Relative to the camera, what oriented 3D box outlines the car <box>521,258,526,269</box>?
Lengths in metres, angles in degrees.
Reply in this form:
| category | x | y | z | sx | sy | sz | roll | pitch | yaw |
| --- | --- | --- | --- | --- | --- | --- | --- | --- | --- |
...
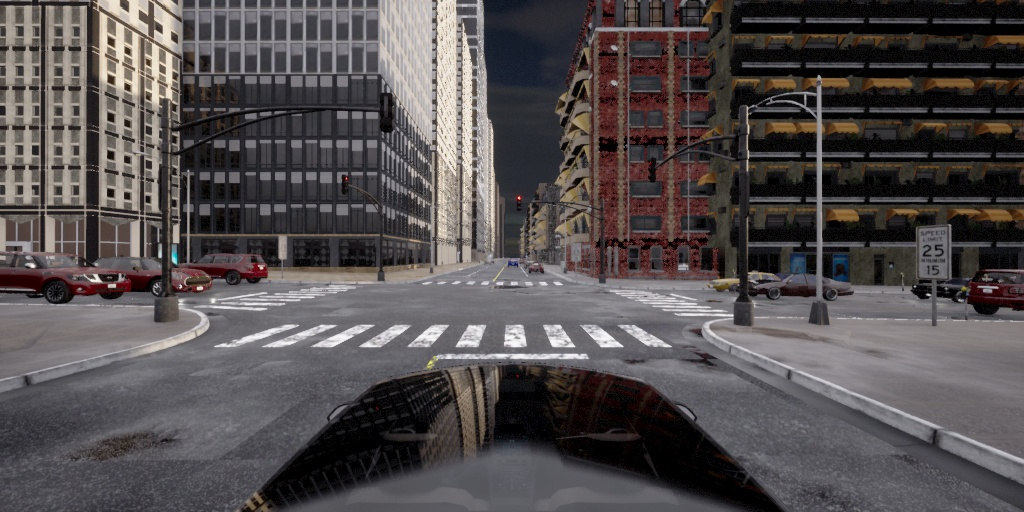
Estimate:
| category | x | y | z | sx | sy | sz | roll | pitch | yaw |
| --- | --- | --- | --- | --- | --- | --- | --- | --- | --- |
| car | 2.766 | 1.317 | 54.686 | 2.007 | 1.370 | 4.403 | 0 | 0 | 0 |

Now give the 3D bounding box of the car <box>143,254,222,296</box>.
| category | x | y | z | sx | sy | sz | roll | pitch | yaw |
| --- | --- | --- | --- | --- | --- | --- | --- | --- | --- |
| car | -16.268 | 0.825 | 16.074 | 4.553 | 1.767 | 2.097 | 1 | 0 | -2 |

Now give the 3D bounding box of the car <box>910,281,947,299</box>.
| category | x | y | z | sx | sy | sz | roll | pitch | yaw |
| --- | --- | --- | --- | --- | --- | --- | --- | --- | --- |
| car | 24.889 | 1.839 | 19.539 | 4.718 | 1.301 | 1.895 | 1 | 0 | -1 |

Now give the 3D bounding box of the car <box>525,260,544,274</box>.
| category | x | y | z | sx | sy | sz | roll | pitch | yaw |
| --- | --- | --- | --- | --- | --- | --- | --- | --- | --- |
| car | 2.798 | 1.341 | 41.769 | 1.802 | 1.307 | 4.207 | 0 | 0 | 0 |

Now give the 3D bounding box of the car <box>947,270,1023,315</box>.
| category | x | y | z | sx | sy | sz | roll | pitch | yaw |
| --- | --- | --- | --- | --- | --- | --- | --- | --- | --- |
| car | 20.616 | 1.461 | 13.750 | 5.009 | 1.841 | 2.192 | 0 | 0 | 0 |

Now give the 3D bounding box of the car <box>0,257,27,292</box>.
| category | x | y | z | sx | sy | sz | roll | pitch | yaw |
| --- | --- | --- | --- | --- | --- | --- | --- | --- | --- |
| car | -25.382 | 0.780 | 15.970 | 5.008 | 1.535 | 1.882 | 1 | 0 | 0 |

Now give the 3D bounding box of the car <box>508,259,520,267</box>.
| category | x | y | z | sx | sy | sz | roll | pitch | yaw |
| --- | --- | --- | --- | --- | --- | --- | --- | --- | --- |
| car | 0.191 | 1.252 | 65.122 | 1.882 | 1.535 | 5.008 | 0 | 0 | 0 |

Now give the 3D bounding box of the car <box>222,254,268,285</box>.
| category | x | y | z | sx | sy | sz | roll | pitch | yaw |
| --- | --- | --- | --- | --- | --- | --- | --- | --- | --- |
| car | -17.681 | 0.776 | 21.819 | 5.009 | 1.841 | 2.192 | 0 | 0 | 0 |

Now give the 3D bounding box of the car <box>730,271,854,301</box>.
| category | x | y | z | sx | sy | sz | roll | pitch | yaw |
| --- | --- | --- | --- | --- | --- | --- | --- | --- | --- |
| car | 15.259 | 1.610 | 19.468 | 5.357 | 1.411 | 2.033 | 1 | 0 | 0 |

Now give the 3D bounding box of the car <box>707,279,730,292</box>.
| category | x | y | z | sx | sy | sz | roll | pitch | yaw |
| --- | --- | --- | --- | --- | --- | --- | --- | --- | --- |
| car | 14.660 | 1.587 | 22.055 | 4.829 | 1.417 | 1.751 | 0 | 0 | 0 |

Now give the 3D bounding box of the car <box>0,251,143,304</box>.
| category | x | y | z | sx | sy | sz | roll | pitch | yaw |
| --- | --- | --- | --- | --- | --- | --- | --- | --- | --- |
| car | -17.558 | 0.757 | 13.439 | 5.009 | 1.841 | 2.192 | 0 | 0 | 0 |
